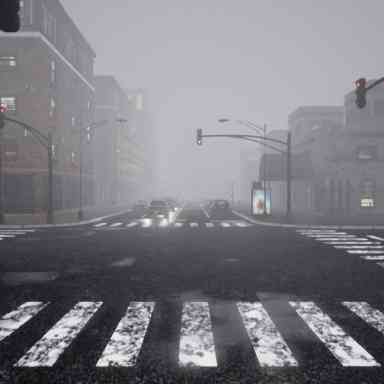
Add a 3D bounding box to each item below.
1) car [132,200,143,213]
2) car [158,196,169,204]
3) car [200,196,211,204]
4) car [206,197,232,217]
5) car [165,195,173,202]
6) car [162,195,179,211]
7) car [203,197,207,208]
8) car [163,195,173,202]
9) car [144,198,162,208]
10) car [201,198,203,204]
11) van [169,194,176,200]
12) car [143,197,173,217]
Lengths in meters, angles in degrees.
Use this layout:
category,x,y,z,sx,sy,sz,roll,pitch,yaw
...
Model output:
category,x,y,z,sx,sy,sz,roll,pitch,yaw
car,-5.671,1.567,37.481,2.008,1.369,4.403,0,0,0
car,-5.653,1.575,65.795,1.752,1.417,4.829,0,0,0
car,2.728,1.601,65.972,2.008,1.369,4.403,-1,0,0
car,2.705,1.451,31.791,1.967,1.590,4.097,0,0,0
car,-5.642,1.605,82.884,1.752,1.417,4.829,-1,0,0
car,-3.073,1.511,40.912,2.128,1.511,4.902,0,0,0
car,2.713,1.604,43.185,1.802,1.307,4.206,0,0,0
car,-5.647,1.509,77.357,1.967,1.590,4.097,0,0,0
car,-5.664,1.579,48.875,2.008,1.369,4.403,0,0,0
car,2.717,1.579,48.882,2.008,1.369,4.403,0,0,0
van,-5.636,1.444,94.448,1.690,1.788,3.998,-1,0,0
car,-3.081,1.515,30.924,1.837,1.490,4.892,0,0,0
